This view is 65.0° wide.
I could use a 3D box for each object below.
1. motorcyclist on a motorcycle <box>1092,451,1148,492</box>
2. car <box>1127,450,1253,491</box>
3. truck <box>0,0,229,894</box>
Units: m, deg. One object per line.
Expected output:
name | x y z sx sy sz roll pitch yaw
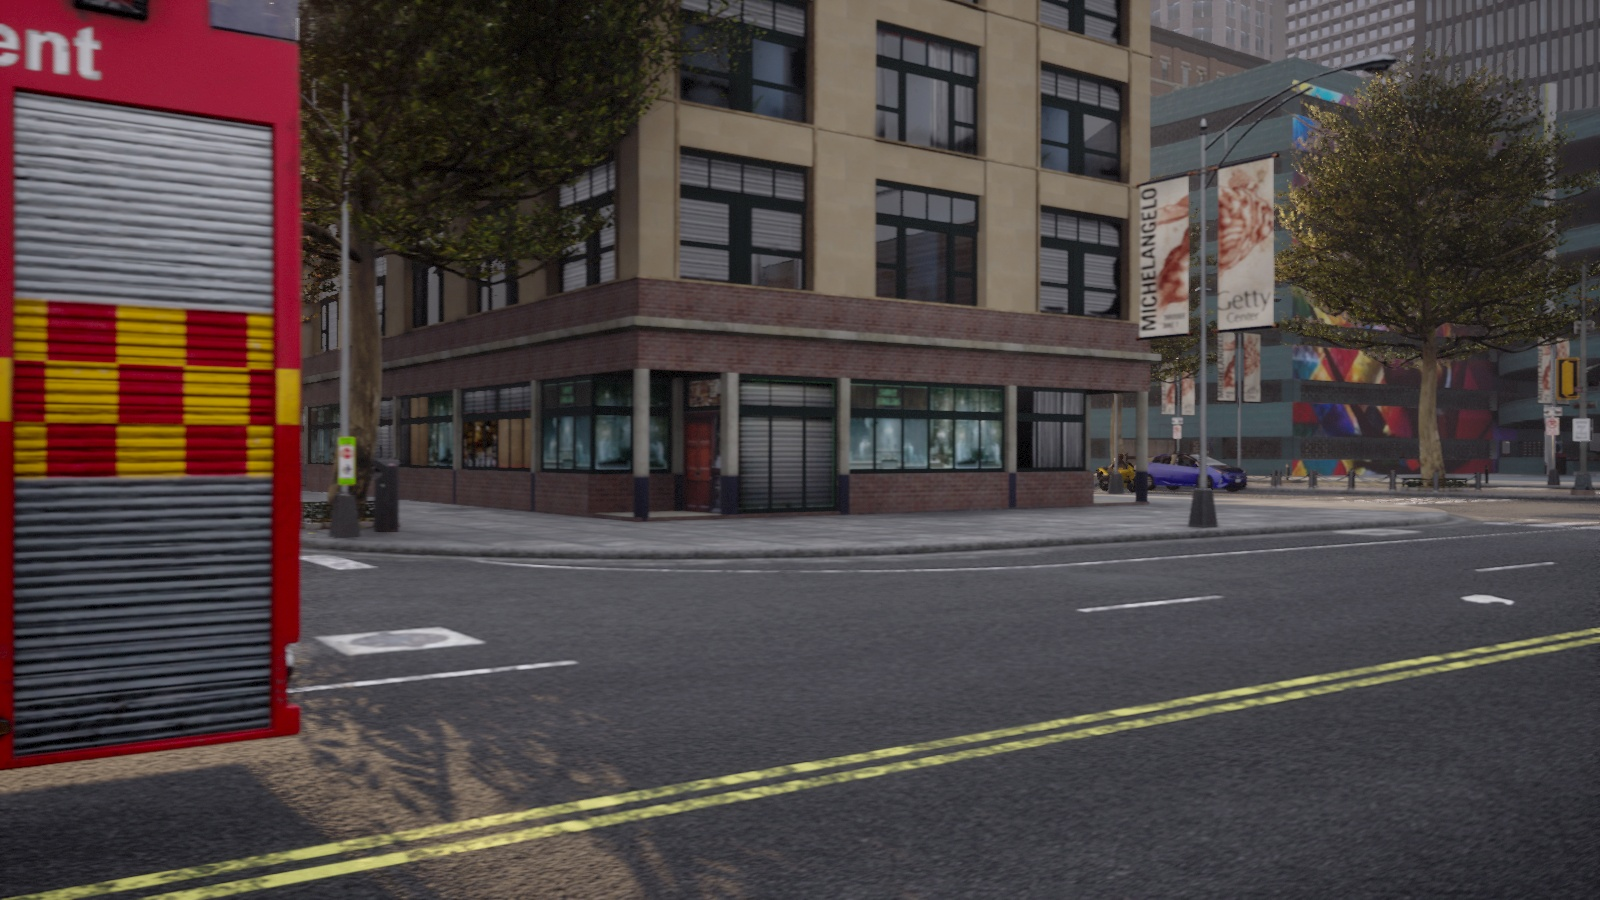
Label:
motorcyclist on a motorcycle | 12.289 0.820 48.319 0.797 1.523 2.044 0 0 -35
car | 15.459 0.781 49.979 2.007 1.525 4.514 0 0 -35
truck | -6.432 -0.398 3.451 8.468 3.827 2.891 0 0 -35
